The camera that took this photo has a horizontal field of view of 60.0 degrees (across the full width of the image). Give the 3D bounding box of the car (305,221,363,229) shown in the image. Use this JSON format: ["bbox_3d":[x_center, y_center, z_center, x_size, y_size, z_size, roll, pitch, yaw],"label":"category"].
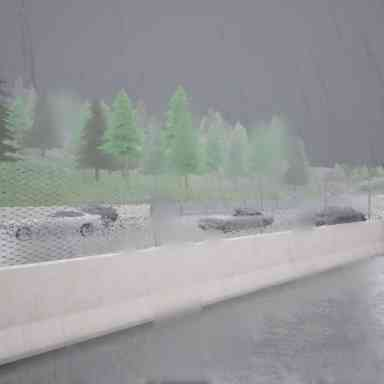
[{"bbox_3d":[8.322,1.546,19.563,5.357,1.411,2.033,0,0,-41],"label":"car"}]
